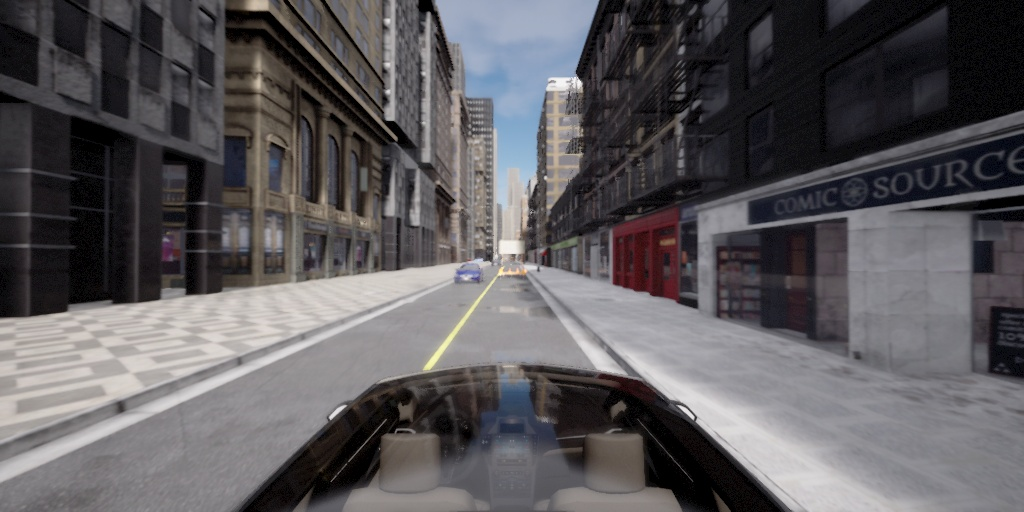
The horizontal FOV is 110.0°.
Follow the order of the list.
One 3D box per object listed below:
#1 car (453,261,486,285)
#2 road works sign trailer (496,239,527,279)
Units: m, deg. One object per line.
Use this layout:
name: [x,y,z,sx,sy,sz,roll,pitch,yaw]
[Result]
car: [-3.096,1.288,26.602,1.812,1.442,4.674,0,0,0]
road works sign trailer: [0.005,0.232,32.612,2.380,3.560,2.880,0,0,0]
